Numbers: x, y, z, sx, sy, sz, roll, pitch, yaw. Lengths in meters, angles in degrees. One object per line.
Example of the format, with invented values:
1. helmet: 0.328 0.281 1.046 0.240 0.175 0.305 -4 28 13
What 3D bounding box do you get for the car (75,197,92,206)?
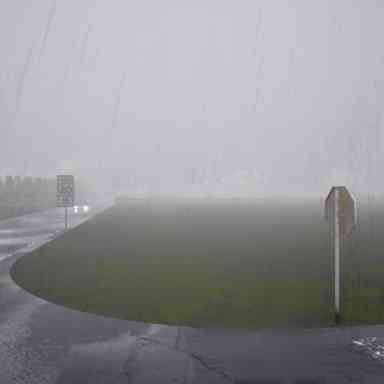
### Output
1. car: -16.407 1.337 50.373 1.895 1.301 4.718 0 0 -9
